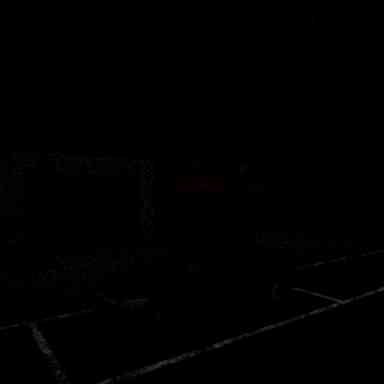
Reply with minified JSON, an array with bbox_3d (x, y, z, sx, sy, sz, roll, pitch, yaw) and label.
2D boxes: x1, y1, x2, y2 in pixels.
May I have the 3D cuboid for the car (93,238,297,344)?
[{"bbox_3d":[0.277,1.597,6.380,4.206,1.307,1.802,0,0,-35],"label":"car"}]
